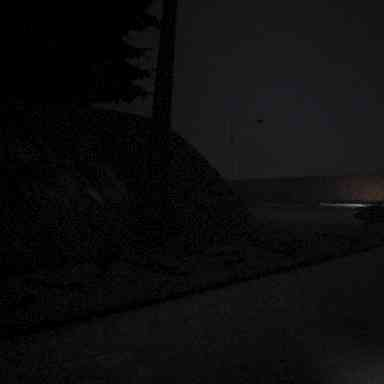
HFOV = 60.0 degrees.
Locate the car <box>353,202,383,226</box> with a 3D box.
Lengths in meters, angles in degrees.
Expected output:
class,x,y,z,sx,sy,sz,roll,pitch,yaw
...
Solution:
class,x,y,z,sx,sy,sz,roll,pitch,yaw
car,10.939,1.166,17.161,2.033,1.411,5.357,-1,1,-17
